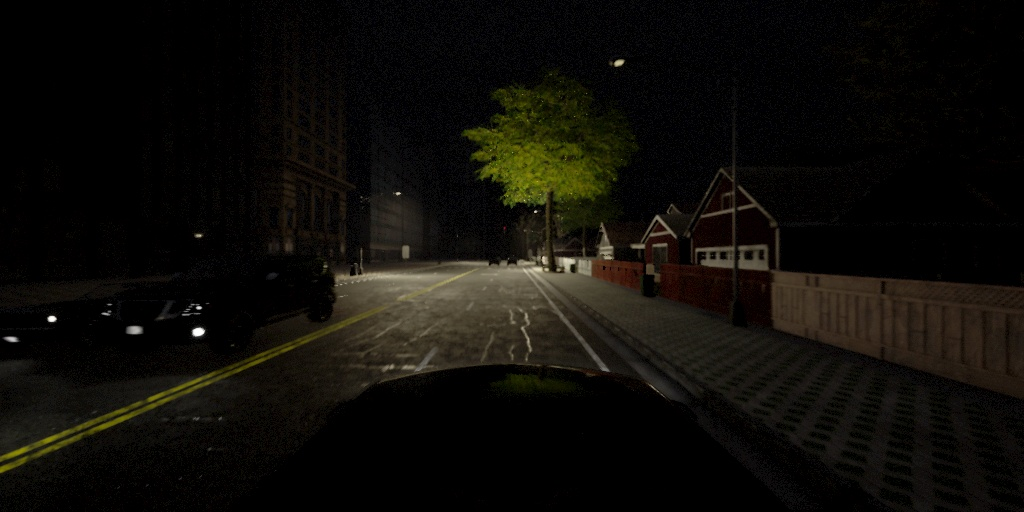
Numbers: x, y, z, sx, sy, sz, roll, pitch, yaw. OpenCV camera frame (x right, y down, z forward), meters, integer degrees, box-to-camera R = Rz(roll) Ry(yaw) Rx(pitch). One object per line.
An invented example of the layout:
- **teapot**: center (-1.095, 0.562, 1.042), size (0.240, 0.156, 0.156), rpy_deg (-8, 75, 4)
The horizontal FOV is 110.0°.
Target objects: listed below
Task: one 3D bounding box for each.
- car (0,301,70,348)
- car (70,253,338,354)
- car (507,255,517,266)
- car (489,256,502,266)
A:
- **car**: center (-9.814, 1.318, 9.246), size (1.895, 1.301, 4.718), rpy_deg (0, 0, 0)
- **car**: center (-6.565, 0.941, 9.022), size (2.150, 2.045, 5.566), rpy_deg (0, 0, 0)
- **car**: center (0.030, 1.037, 65.280), size (1.837, 1.490, 4.892), rpy_deg (0, 0, 0)
- **car**: center (-3.223, 1.035, 64.930), size (1.837, 1.490, 4.892), rpy_deg (0, 0, 0)
